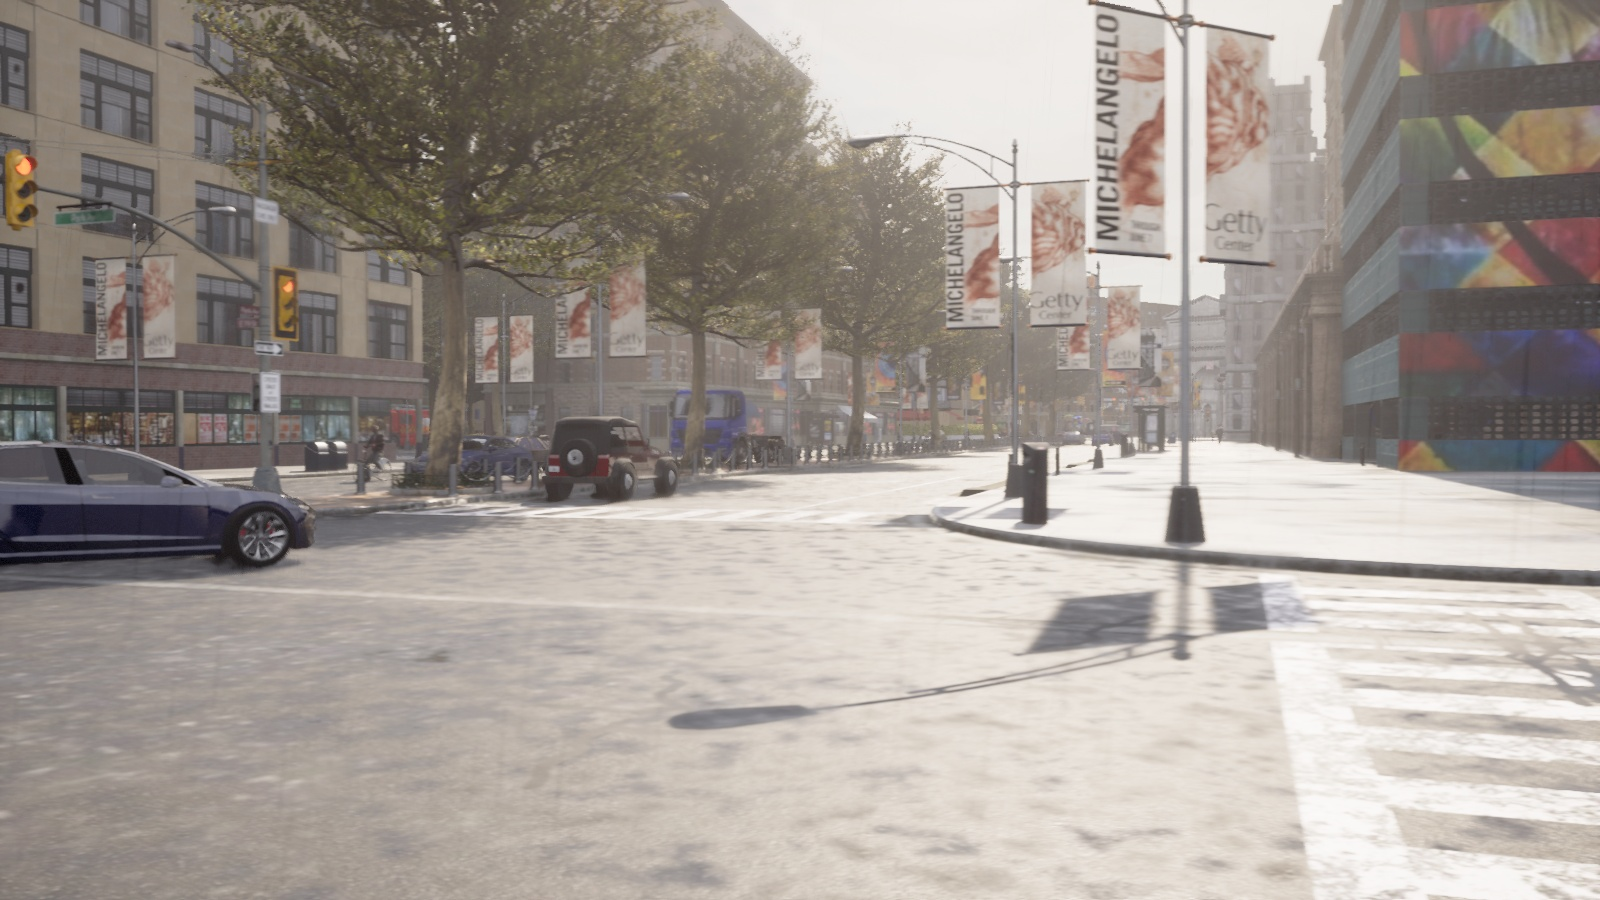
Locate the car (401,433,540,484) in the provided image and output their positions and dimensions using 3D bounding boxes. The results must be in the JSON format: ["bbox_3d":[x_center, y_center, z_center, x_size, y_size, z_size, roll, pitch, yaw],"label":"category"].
[{"bbox_3d":[-9.842,0.208,37.948,1.812,1.442,4.674,1,1,18],"label":"car"}]

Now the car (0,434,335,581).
[{"bbox_3d":[-8.052,0.567,14.236,4.792,1.488,2.163,0,1,-37],"label":"car"}]

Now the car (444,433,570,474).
[{"bbox_3d":[-10.710,0.090,46.435,2.033,1.411,5.357,1,1,18],"label":"car"}]

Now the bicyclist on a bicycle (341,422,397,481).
[{"bbox_3d":[-13.256,0.028,38.684,0.659,1.776,1.843,1,1,19],"label":"bicyclist on a bicycle"}]

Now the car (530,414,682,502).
[{"bbox_3d":[-4.384,0.142,28.982,1.905,1.878,3.866,1,1,18],"label":"car"}]

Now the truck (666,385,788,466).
[{"bbox_3d":[-3.200,-1.095,57.924,2.891,3.462,7.936,1,1,18],"label":"truck"}]
